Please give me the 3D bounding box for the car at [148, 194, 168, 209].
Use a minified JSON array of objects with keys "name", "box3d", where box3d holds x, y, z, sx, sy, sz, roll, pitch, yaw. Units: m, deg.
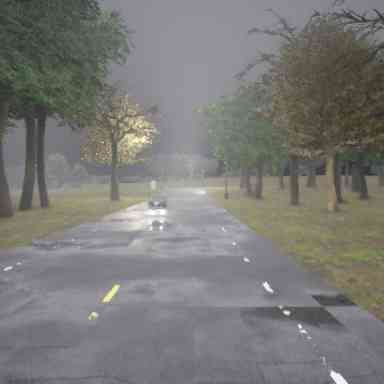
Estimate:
[{"name":"car","box3d":[-3.601,0.949,36.013,2.128,1.511,4.902,0,1,0]}]
